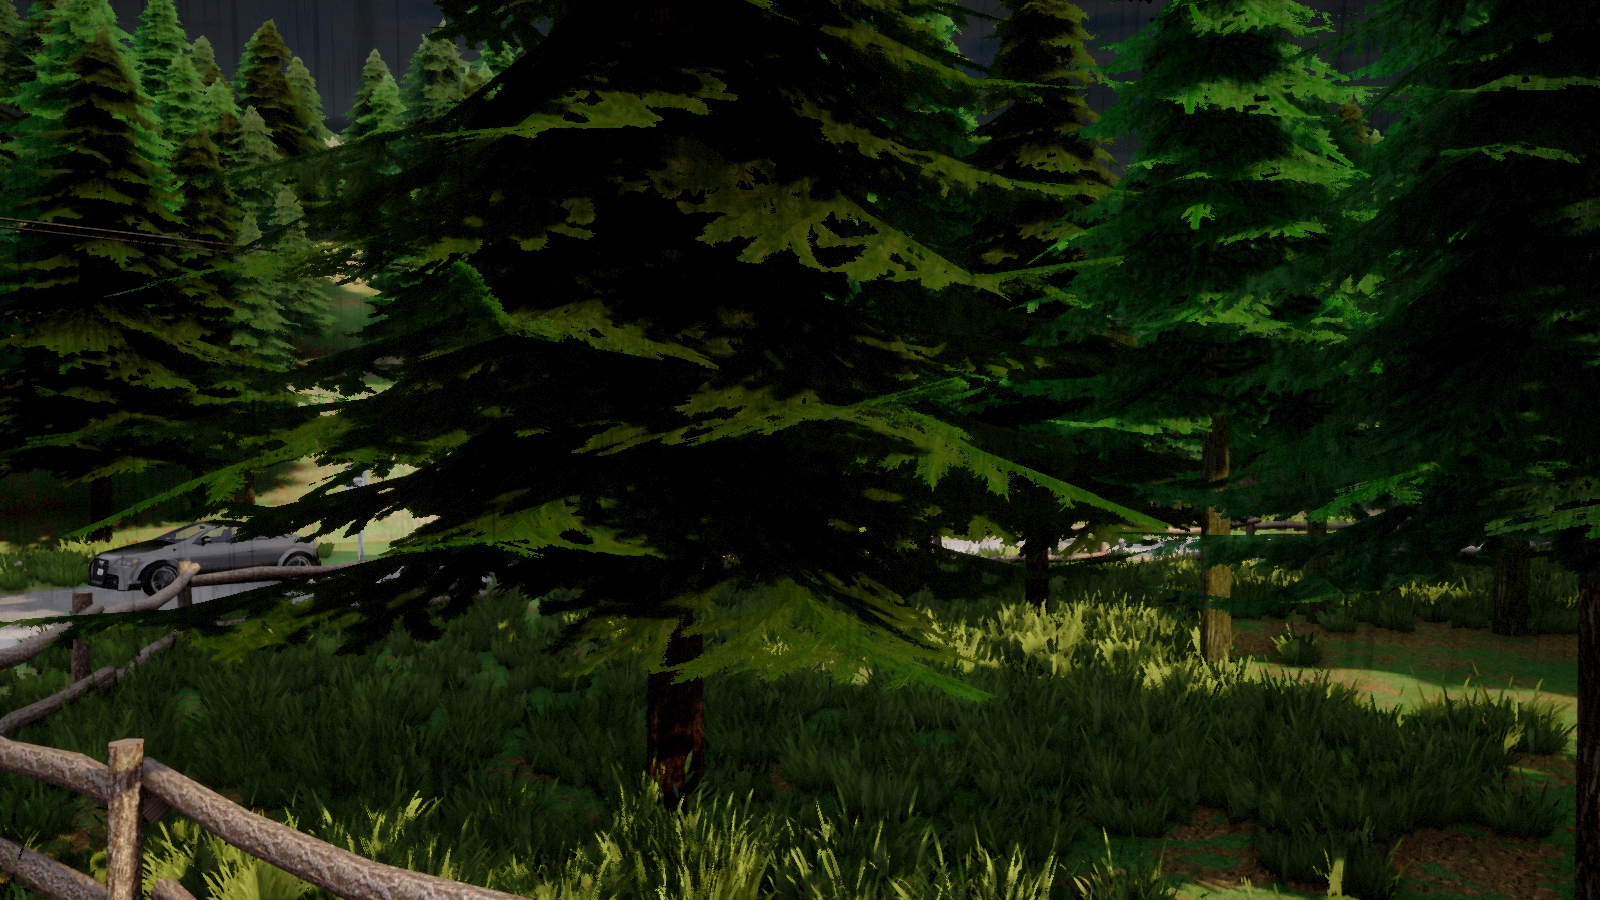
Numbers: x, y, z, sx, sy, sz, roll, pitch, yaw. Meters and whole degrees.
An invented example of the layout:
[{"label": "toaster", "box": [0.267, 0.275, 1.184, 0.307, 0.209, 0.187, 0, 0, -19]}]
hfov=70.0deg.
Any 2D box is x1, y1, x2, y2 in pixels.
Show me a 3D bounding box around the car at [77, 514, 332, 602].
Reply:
[{"label": "car", "box": [-12.055, 2.119, 23.321, 1.994, 1.385, 4.181, 0, 0, 41]}]
